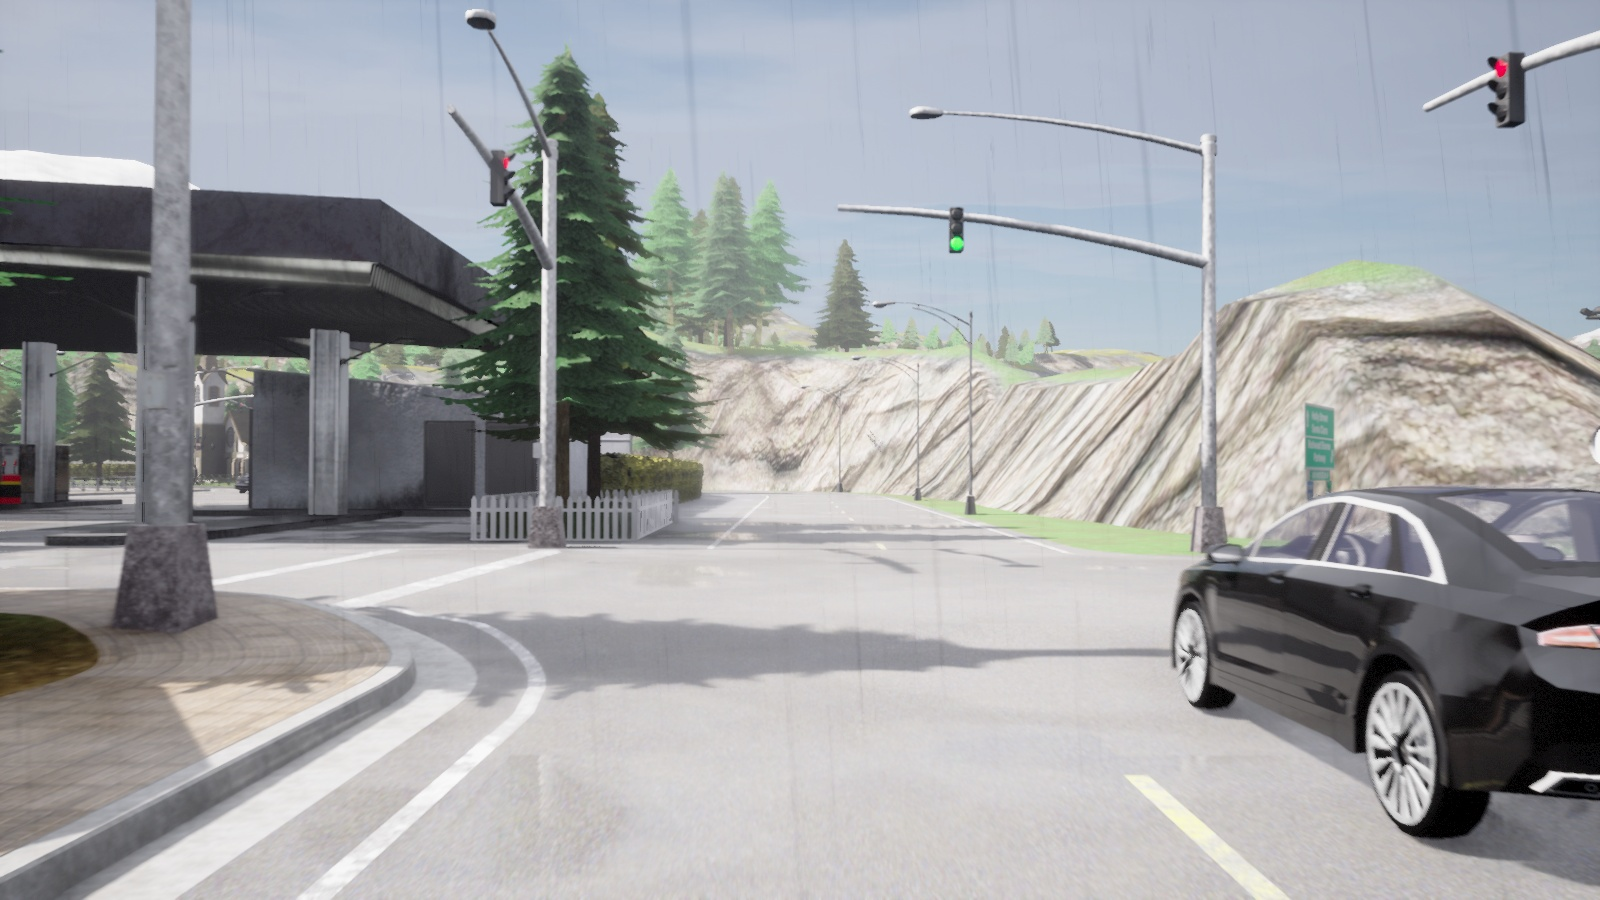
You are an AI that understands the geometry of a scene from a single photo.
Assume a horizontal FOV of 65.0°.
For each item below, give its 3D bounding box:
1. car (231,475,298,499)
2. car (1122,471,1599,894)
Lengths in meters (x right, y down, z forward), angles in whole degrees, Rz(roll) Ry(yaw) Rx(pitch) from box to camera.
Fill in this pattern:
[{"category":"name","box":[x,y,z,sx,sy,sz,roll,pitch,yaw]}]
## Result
[{"category":"car","box":[-34.308,2.351,80.661,2.033,1.411,5.357,0,-1,0]},{"category":"car","box":[3.489,0.874,6.973,2.128,1.511,4.902,0,-1,0]}]
